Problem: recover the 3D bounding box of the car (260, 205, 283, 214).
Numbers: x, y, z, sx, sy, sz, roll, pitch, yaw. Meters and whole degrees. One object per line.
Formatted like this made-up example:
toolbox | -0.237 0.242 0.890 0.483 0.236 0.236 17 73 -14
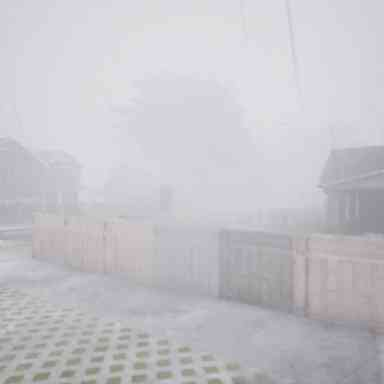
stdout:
car | 11.584 2.685 48.679 2.033 1.411 5.357 1 -1 36
